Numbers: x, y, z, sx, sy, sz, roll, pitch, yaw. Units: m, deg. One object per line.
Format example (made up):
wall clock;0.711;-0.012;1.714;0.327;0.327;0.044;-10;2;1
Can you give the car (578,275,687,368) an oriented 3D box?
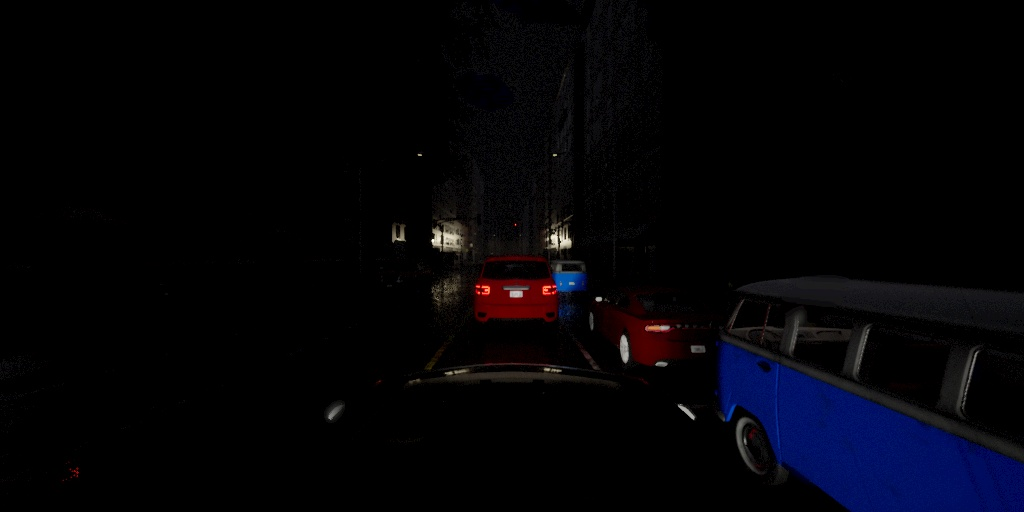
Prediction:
car;2.863;1.293;7.733;1.888;1.381;4.507;0;0;0

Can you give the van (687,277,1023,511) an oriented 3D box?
van;2.856;1.091;2.073;1.690;1.789;3.998;0;0;0

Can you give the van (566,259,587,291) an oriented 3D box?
van;2.878;1.083;19.055;1.690;1.789;3.998;0;0;0

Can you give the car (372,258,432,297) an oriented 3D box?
car;-5.647;1.057;19.025;2.192;1.841;5.009;0;0;0

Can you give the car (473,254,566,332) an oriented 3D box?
car;0.113;0.969;10.955;2.150;2.045;5.566;0;0;0
